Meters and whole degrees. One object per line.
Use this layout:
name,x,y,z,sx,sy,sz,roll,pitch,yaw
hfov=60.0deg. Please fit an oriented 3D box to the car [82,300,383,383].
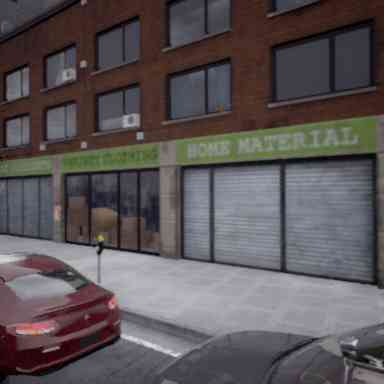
car,1.601,1.549,1.937,4.403,1.369,2.008,0,0,35

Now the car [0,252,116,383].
car,-2.898,1.619,5.145,4.206,1.307,1.802,-1,0,35
